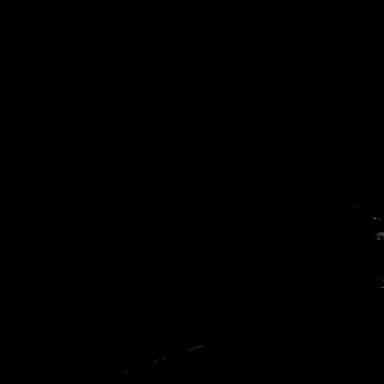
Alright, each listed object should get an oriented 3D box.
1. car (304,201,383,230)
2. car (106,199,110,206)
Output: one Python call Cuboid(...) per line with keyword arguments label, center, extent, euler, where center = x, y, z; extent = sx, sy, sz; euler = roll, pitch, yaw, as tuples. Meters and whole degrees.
Cuboid(label="car", center=(8.529, 1.241, 18.514), extent=(1.812, 1.442, 4.674), euler=(-2, 2, -35))
Cuboid(label="car", center=(-9.717, 1.320, 44.180), extent=(2.033, 1.411, 5.357), euler=(-2, 1, -35))
